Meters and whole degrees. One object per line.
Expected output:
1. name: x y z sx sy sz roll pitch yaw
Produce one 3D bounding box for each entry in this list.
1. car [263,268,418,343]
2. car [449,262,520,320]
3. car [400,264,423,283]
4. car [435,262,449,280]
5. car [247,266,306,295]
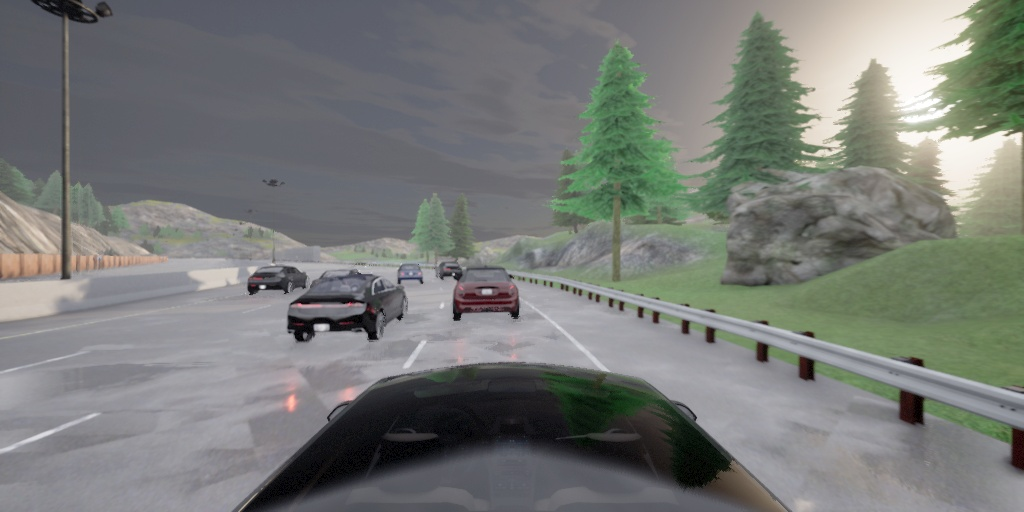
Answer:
1. car: -4.147 1.254 9.767 2.128 1.511 4.902 0 0 -6
2. car: -1.021 1.101 12.935 2.097 1.767 4.553 0 0 -7
3. car: -7.937 1.318 27.755 2.033 1.411 5.357 0 0 -18
4. car: -5.579 1.264 31.378 1.837 1.490 4.892 0 0 -20
5. car: -13.111 1.299 20.367 1.837 1.490 4.892 0 0 -14
